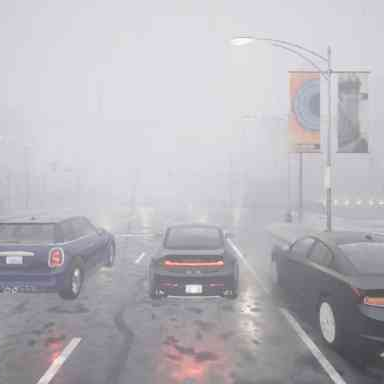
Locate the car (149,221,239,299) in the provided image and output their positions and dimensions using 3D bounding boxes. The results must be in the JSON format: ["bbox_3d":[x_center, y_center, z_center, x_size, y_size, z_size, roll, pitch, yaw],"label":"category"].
[{"bbox_3d":[0.049,1.505,8.443,1.837,1.490,4.892,0,0,0],"label":"car"}]

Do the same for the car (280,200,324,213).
[{"bbox_3d":[12.483,1.564,37.118,4.181,1.385,1.994,0,0,3],"label":"car"}]

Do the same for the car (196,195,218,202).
[{"bbox_3d":[4.100,1.540,80.053,2.033,1.411,5.357,0,0,40],"label":"car"}]

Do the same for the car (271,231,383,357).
[{"bbox_3d":[2.892,1.480,6.284,2.097,1.535,5.008,0,0,0],"label":"car"}]

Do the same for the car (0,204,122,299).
[{"bbox_3d":[-3.450,1.352,8.625,2.097,1.767,4.553,0,0,0],"label":"car"}]

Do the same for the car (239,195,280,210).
[{"bbox_3d":[8.735,1.493,41.543,4.902,1.511,2.128,0,0,17],"label":"car"}]

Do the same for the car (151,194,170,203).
[{"bbox_3d":[-6.616,1.355,69.778,2.097,1.767,4.553,0,0,23],"label":"car"}]

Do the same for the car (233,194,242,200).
[{"bbox_3d":[13.611,1.352,92.181,4.553,1.767,2.097,0,0,-32],"label":"car"}]

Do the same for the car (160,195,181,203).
[{"bbox_3d":[-3.943,1.352,66.969,2.097,1.767,4.553,0,0,21],"label":"car"}]

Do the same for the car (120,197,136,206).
[{"bbox_3d":[-10.343,1.547,54.544,2.033,1.411,5.357,0,0,4],"label":"car"}]

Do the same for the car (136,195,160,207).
[{"bbox_3d":[-6.862,1.352,52.356,2.097,1.767,4.553,0,0,4],"label":"car"}]

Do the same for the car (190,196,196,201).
[{"bbox_3d":[1.327,1.553,82.203,1.994,1.385,4.181,0,0,40],"label":"car"}]
